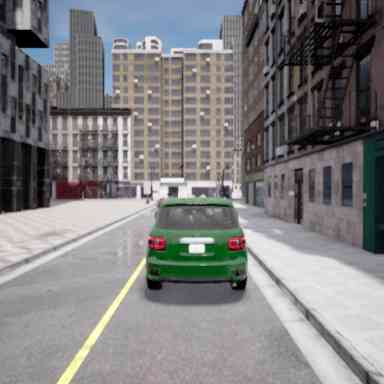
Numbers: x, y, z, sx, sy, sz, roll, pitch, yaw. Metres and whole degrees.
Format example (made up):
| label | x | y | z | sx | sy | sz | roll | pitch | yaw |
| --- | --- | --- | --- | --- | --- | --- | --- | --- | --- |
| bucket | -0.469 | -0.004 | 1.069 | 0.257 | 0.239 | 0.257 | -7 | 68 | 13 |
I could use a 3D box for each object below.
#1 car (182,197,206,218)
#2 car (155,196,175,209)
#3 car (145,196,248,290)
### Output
| label | x | y | z | sx | sy | sz | roll | pitch | yaw |
| --- | --- | --- | --- | --- | --- | --- | --- | --- | --- |
| car | 0.178 | 1.205 | 28.130 | 1.837 | 1.490 | 4.892 | 0 | 1 | 0 |
| car | -2.983 | 1.189 | 37.918 | 1.895 | 1.301 | 4.718 | 0 | 1 | 0 |
| car | 0.118 | 1.129 | 8.948 | 2.150 | 2.045 | 5.566 | 0 | 1 | 1 |
